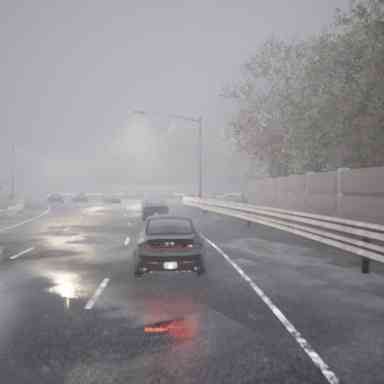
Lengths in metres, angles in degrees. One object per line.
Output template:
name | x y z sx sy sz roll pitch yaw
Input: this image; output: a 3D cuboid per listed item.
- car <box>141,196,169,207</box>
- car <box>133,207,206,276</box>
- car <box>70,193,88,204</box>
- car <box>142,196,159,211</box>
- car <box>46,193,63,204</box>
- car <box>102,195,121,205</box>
car | -2.773 1.271 24.842 1.882 1.535 5.008 0 1 -9
car | -0.694 1.420 10.083 1.837 1.490 4.892 0 1 -5
car | -18.504 0.927 54.333 2.097 1.767 4.553 0 1 -30
car | -4.633 1.217 37.352 1.812 1.442 4.674 0 1 -6
car | -22.502 0.935 54.219 2.097 1.767 4.553 0 1 -31
car | -12.308 1.143 50.459 2.033 1.411 5.357 0 1 -27
